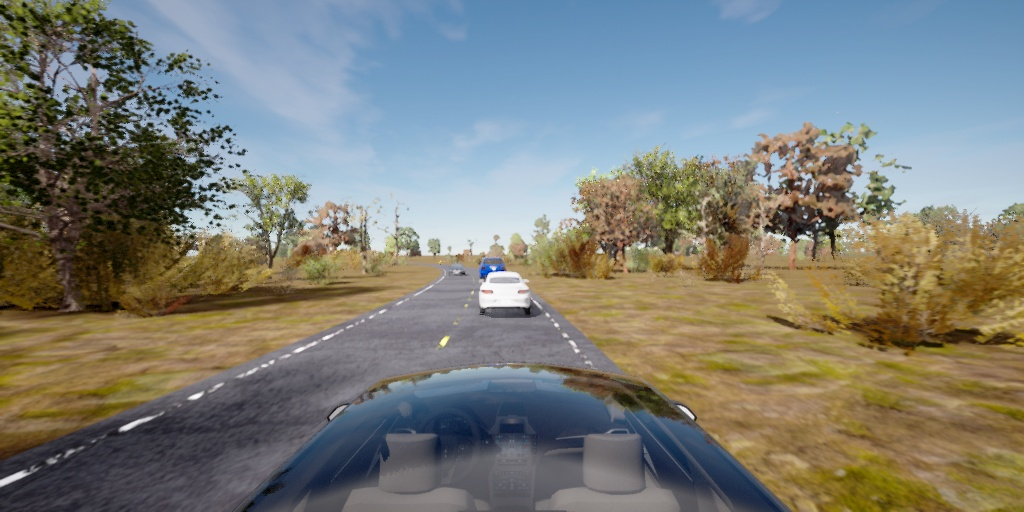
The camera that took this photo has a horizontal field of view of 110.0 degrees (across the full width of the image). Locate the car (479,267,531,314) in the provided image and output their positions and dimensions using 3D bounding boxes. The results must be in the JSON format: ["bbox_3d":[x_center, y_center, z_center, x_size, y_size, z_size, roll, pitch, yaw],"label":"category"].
[{"bbox_3d":[-0.319,1.347,14.013,1.812,1.442,4.674,0,0,-3],"label":"car"}]

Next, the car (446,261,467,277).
[{"bbox_3d":[-6.111,1.493,39.750,1.812,1.442,4.674,0,0,-9],"label":"car"}]

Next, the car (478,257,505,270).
[{"bbox_3d":[-1.786,1.143,31.569,2.150,2.045,5.566,0,0,-6],"label":"car"}]
